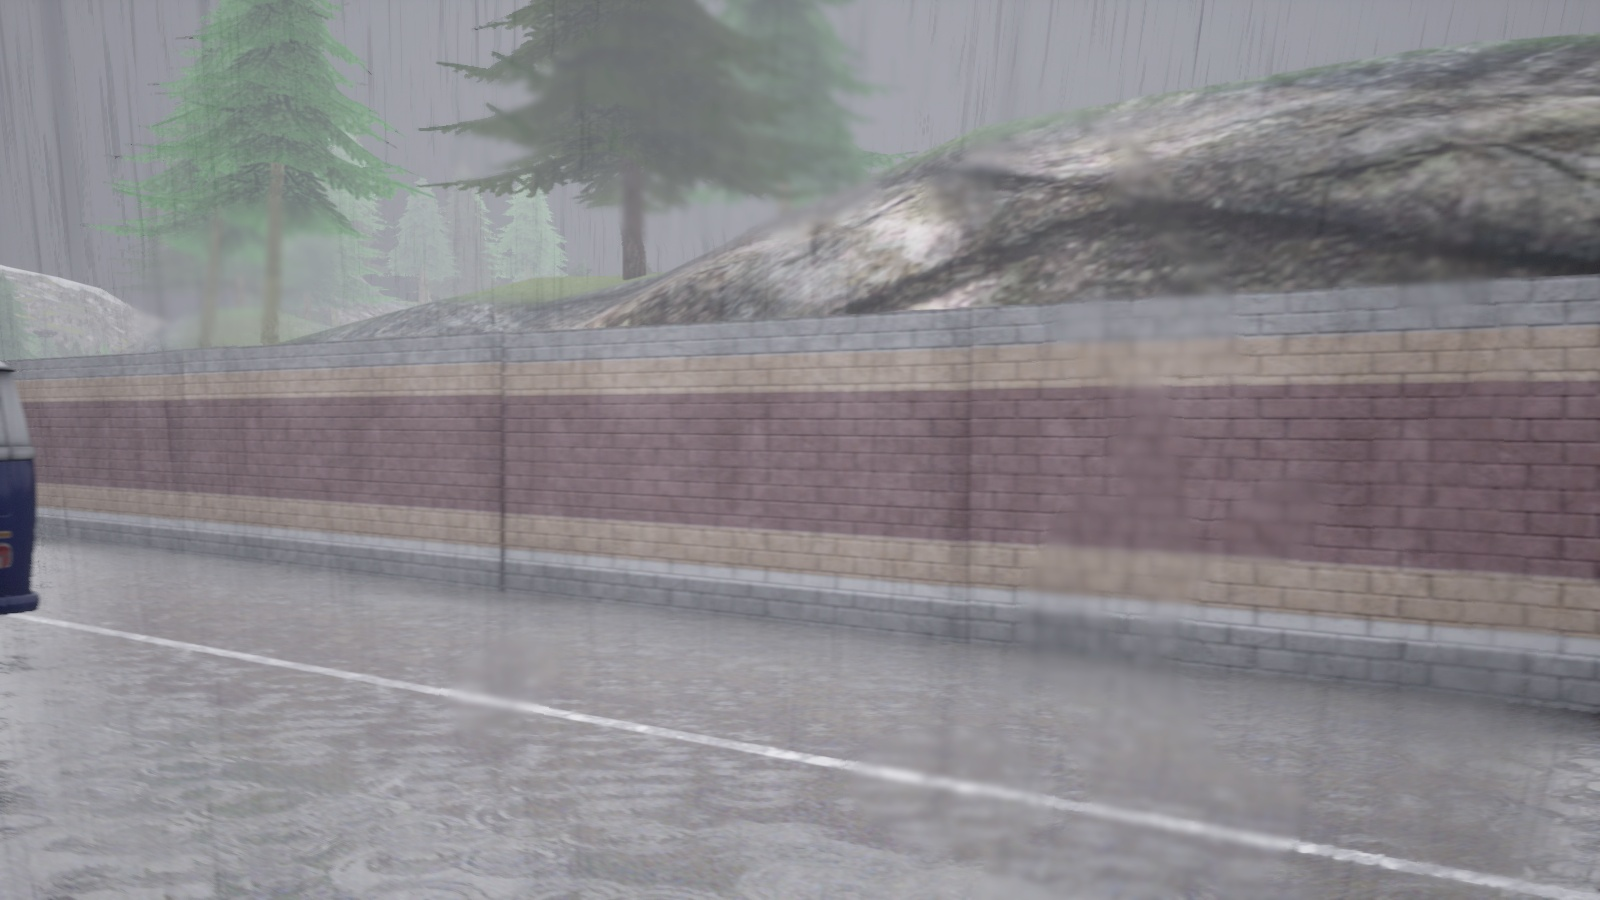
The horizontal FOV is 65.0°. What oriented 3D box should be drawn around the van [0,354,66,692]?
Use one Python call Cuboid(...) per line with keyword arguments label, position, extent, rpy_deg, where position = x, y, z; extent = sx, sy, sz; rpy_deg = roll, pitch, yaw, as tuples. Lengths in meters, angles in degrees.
Cuboid(label="van", position=(-6.843, 0.435, 8.167), extent=(4.442, 1.987, 1.775), rpy_deg=(0, 1, 34))
